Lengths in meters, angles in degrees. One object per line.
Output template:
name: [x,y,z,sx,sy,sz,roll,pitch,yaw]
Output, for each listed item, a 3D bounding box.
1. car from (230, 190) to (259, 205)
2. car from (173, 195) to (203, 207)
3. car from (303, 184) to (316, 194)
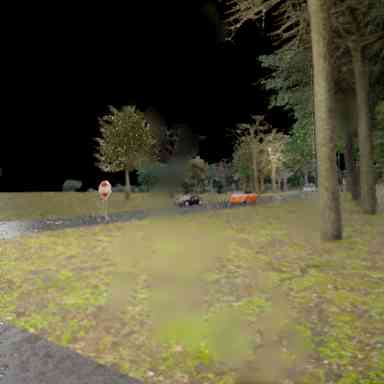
car: [6.486,0.579,40.691,2.097,1.767,4.553,-3,0,35]
car: [-0.501,1.141,42.850,1.882,1.535,5.008,-3,1,35]
car: [25.702,-0.738,72.904,2.150,2.045,5.566,-3,0,28]
